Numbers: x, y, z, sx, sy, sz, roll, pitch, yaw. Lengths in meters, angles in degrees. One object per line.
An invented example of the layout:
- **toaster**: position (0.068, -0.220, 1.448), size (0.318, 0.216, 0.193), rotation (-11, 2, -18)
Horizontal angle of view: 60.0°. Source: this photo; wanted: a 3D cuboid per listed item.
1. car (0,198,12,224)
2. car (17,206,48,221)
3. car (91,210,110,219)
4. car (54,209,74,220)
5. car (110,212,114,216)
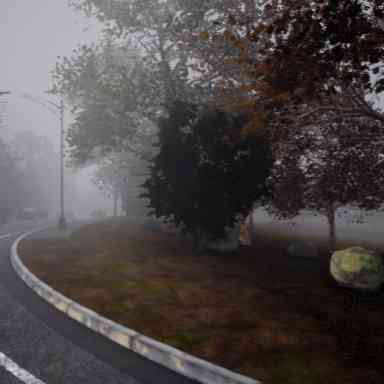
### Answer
- **car**: position (-15.915, 1.488, 25.436), size (2.150, 2.045, 5.566), rotation (0, -2, -5)
- **car**: position (-17.010, 2.294, 35.677), size (1.882, 1.535, 5.008), rotation (0, -4, -6)
- **car**: position (-15.520, 3.740, 55.182), size (2.128, 1.511, 4.902), rotation (0, -4, -6)
- **car**: position (-18.273, 3.223, 47.669), size (1.837, 1.490, 4.892), rotation (0, -5, -5)
- **car**: position (-16.575, 4.620, 65.159), size (1.895, 1.301, 4.718), rotation (0, -4, -5)
